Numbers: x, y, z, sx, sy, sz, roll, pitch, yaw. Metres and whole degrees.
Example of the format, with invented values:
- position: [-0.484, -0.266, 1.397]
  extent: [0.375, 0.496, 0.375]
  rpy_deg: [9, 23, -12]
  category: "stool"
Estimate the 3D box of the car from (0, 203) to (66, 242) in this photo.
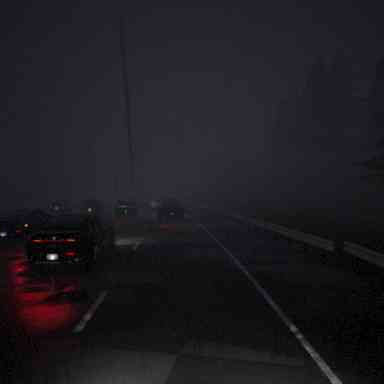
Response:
- position: [-7.680, 1.485, 15.566]
  extent: [1.812, 1.442, 4.674]
  rpy_deg: [0, 0, -4]
  category: "car"

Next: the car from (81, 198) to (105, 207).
- position: [-9.913, 1.411, 33.343]
  extent: [1.837, 1.490, 4.892]
  rpy_deg: [0, 0, -9]
  category: "car"

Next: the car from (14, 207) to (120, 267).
- position: [-3.866, 1.473, 11.308]
  extent: [1.837, 1.490, 4.892]
  rpy_deg: [0, 0, -3]
  category: "car"

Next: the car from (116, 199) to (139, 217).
- position: [-5.803, 1.405, 29.744]
  extent: [2.128, 1.511, 4.902]
  rpy_deg: [0, 0, -8]
  category: "car"

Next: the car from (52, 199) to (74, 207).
- position: [-13.787, 1.430, 35.143]
  extent: [1.812, 1.442, 4.674]
  rpy_deg: [0, 0, -10]
  category: "car"

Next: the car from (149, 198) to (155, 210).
- position: [-4.266, 1.402, 41.124]
  extent: [1.812, 1.442, 4.674]
  rpy_deg: [0, 0, -11]
  category: "car"

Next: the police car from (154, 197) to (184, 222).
- position: [-1.720, 1.347, 25.739]
  extent: [1.930, 1.638, 5.238]
  rpy_deg: [0, -1, -7]
  category: "police car"
